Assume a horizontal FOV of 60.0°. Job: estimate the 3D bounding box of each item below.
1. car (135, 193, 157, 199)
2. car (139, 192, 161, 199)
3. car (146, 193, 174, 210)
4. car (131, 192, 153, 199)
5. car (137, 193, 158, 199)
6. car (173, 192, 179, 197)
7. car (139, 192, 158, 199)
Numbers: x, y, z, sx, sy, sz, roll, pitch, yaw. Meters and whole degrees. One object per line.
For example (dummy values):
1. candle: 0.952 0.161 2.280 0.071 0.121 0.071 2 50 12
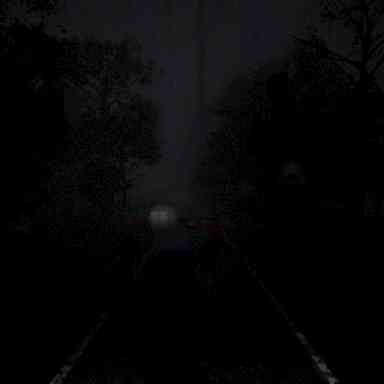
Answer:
1. car: -11.111 1.029 80.517 4.892 1.521 2.231 0 -1 -1
2. car: -11.178 0.942 88.842 5.566 2.045 2.435 0 -1 -1
3. car: -3.575 1.169 37.925 2.128 1.511 4.902 0 1 -1
4. car: -10.887 0.985 77.751 5.366 1.575 1.946 0 -1 -1
5. car: -11.146 1.076 83.289 5.008 1.535 2.097 0 -1 -1
6. car: -4.006 0.810 79.278 1.812 1.442 4.674 0 -1 -1
7. car: -11.204 1.007 86.067 4.553 1.767 2.185 0 -1 -1
